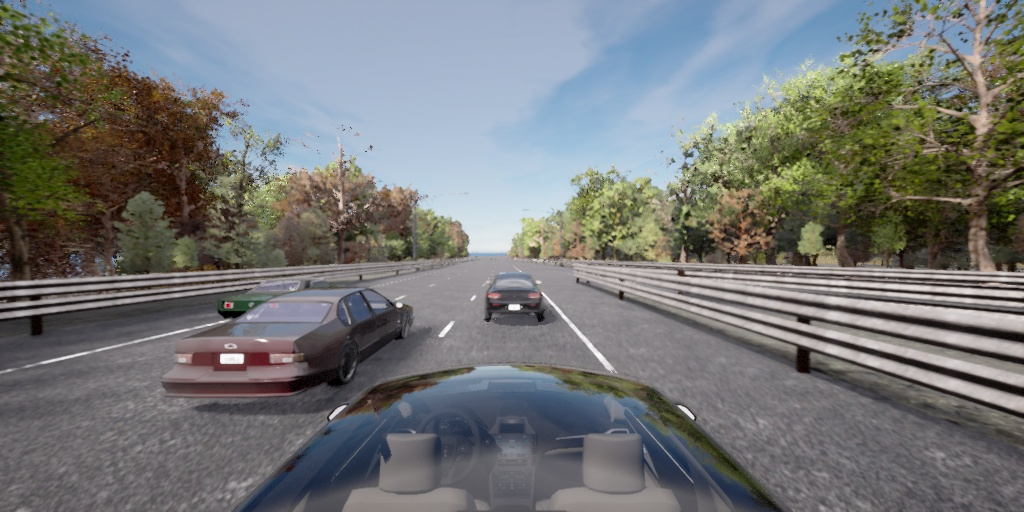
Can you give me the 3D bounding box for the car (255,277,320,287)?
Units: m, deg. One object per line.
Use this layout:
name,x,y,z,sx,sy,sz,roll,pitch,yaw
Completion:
car,-6.942,1.348,11.827,1.895,1.301,4.718,0,0,0

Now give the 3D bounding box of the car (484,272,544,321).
car,0.053,1.271,12.317,1.812,1.442,4.674,0,0,0

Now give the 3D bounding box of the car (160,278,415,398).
car,-3.414,1.295,6.868,2.033,1.411,5.357,0,0,0
